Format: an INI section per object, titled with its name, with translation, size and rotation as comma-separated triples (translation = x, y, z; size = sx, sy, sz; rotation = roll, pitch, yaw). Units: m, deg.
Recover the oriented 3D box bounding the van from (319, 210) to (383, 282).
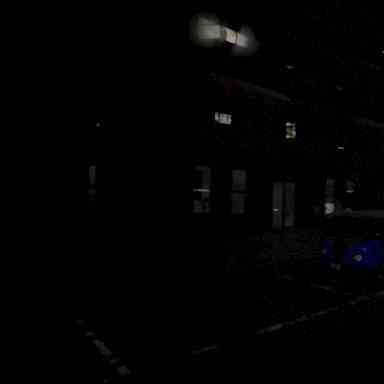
[van]
translation = 5.459, 1.428, 9.793
size = 3.998, 1.788, 1.690
rotation = 1, 1, -35
